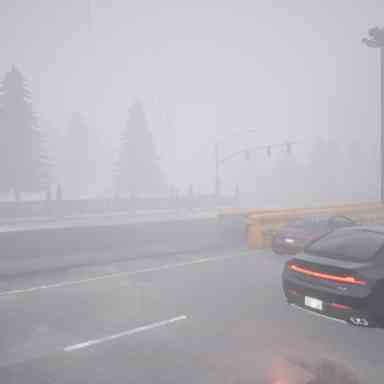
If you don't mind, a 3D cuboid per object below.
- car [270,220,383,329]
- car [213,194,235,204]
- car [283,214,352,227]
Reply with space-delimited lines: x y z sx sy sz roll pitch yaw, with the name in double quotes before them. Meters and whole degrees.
"car" 3.820 1.430 6.473 4.892 1.490 1.837 0 0 -35
"car" 4.738 1.015 50.124 2.128 1.511 4.902 -1 1 -35
"car" 4.627 1.438 11.339 4.181 1.385 1.994 -1 1 -35
